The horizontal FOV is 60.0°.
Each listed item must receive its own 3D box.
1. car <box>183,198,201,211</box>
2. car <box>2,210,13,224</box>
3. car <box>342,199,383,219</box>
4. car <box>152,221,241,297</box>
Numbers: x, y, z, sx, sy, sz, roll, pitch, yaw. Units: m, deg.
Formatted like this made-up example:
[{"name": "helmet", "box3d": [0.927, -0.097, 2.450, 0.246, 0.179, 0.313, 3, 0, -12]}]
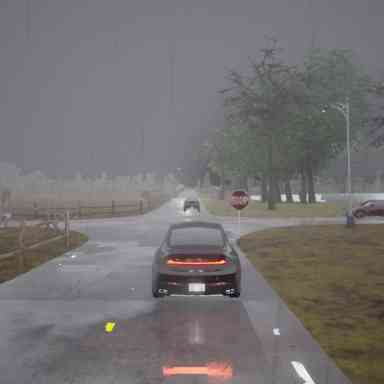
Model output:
[{"name": "car", "box3d": [0.024, 1.454, 40.012, 1.837, 1.490, 4.892, 0, 0, 1]}, {"name": "car", "box3d": [-14.801, 1.486, 22.586, 4.902, 1.511, 2.128, 0, -1, 1]}, {"name": "car", "box3d": [14.074, 1.301, 25.683, 4.674, 1.442, 1.812, -1, -1, 0]}, {"name": "car", "box3d": [0.095, 1.506, 8.532, 1.837, 1.490, 4.892, 0, 0, 0]}]
